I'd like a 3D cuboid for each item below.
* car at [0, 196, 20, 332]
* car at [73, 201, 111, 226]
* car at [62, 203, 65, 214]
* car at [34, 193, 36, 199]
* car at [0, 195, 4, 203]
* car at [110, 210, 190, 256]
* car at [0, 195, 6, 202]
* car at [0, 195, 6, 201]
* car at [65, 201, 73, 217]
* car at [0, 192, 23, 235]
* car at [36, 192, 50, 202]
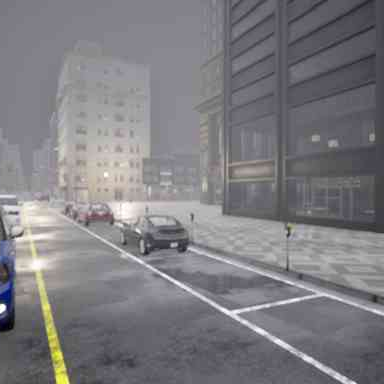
[{"bbox_3d":[-4.676,1.219,6.550,2.150,2.045,5.566,0,0,-27],"label":"car"},{"bbox_3d":[-6.771,1.429,23.196,1.967,1.590,4.097,0,0,-27],"label":"car"},{"bbox_3d":[-11.941,1.520,33.221,1.887,1.381,4.507,0,0,-27],"label":"car"},{"bbox_3d":[-37.261,1.361,82.325,1.887,1.381,4.507,0,0,-27],"label":"car"},{"bbox_3d":[-39.588,1.377,68.236,1.752,1.417,4.829,0,0,-27],"label":"car"},{"bbox_3d":[-1.602,1.552,13.172,2.008,1.369,4.403,0,0,-27],"label":"car"},{"bbox_3d":[-42.258,1.395,73.414,1.947,1.339,4.313,0,0,-27],"label":"car"},{"bbox_3d":[-44.772,1.334,78.288,1.752,1.417,4.829,0,0,-27],"label":"car"},{"bbox_3d":[-9.356,1.564,28.209,1.802,1.307,4.206,0,0,-27],"label":"car"},{"bbox_3d":[-11.953,1.202,20.879,2.150,2.045,5.566,0,0,-27],"label":"car"},{"bbox_3d":[-32.075,1.175,72.270,2.192,1.841,5.009,0,0,-27],"label":"car"}]
